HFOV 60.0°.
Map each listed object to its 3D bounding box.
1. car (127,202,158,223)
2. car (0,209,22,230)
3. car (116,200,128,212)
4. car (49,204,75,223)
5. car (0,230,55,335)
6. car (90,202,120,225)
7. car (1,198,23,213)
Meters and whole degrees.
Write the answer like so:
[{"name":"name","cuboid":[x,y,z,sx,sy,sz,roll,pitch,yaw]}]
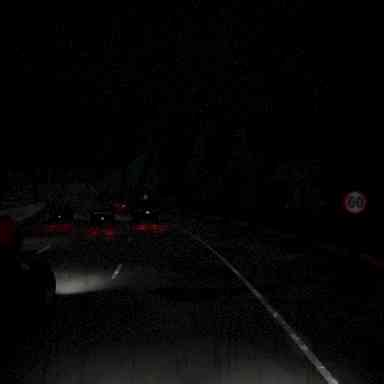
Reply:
[{"name":"car","cuboid":[-4.222,1.763,29.275,2.033,1.649,4.856,0,-1,-16]},{"name":"car","cuboid":[-7.668,1.381,11.055,2.150,2.045,5.566,0,-1,-6]},{"name":"car","cuboid":[-9.462,1.873,44.361,2.097,1.767,4.553,0,-1,-21]},{"name":"car","cuboid":[-11.771,1.875,30.123,2.128,1.511,4.902,0,-1,-17]},{"name":"car","cuboid":[-3.688,1.601,5.065,1.812,1.442,4.674,0,-1,-3]},{"name":"car","cuboid":[-7.352,1.823,27.490,2.128,1.511,4.902,0,-1,-15]},{"name":"car","cuboid":[-26.527,1.888,49.309,2.150,2.045,5.566,0,-1,-21]}]
